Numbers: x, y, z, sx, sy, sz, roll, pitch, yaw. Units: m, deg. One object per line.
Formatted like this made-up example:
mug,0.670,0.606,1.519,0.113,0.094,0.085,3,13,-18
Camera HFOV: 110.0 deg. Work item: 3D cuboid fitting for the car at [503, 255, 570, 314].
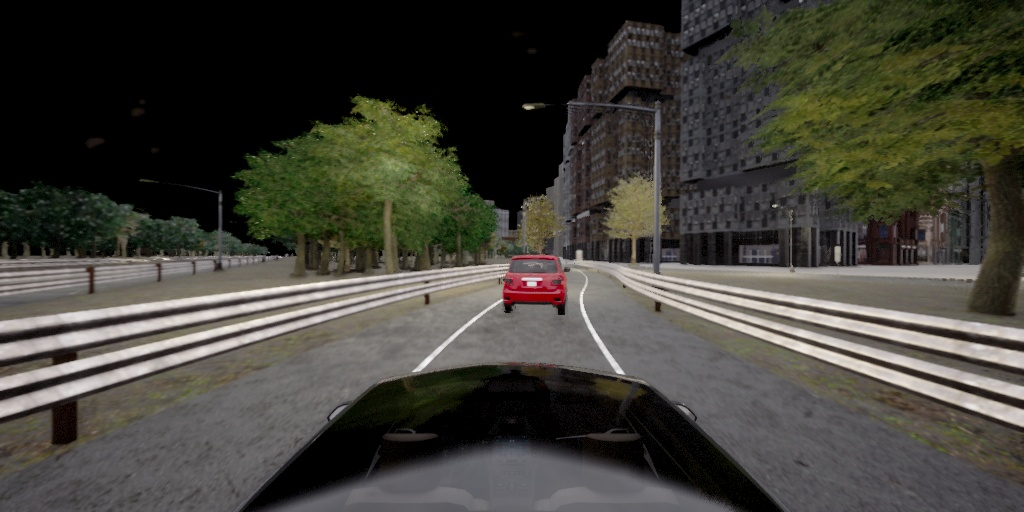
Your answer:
car,1.061,0.996,14.120,2.150,2.045,5.566,0,0,9
